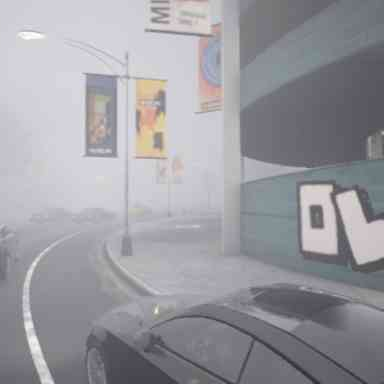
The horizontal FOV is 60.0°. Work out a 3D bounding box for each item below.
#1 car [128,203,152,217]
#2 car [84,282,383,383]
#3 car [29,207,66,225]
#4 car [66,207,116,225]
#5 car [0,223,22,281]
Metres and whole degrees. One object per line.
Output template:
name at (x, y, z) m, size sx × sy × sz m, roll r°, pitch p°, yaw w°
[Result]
car at (-6.233, 2.077, 40.002) m, size 1.801 × 1.575 × 5.366 m, roll 0°, pitch -1°, yaw 10°
car at (0.620, 1.571, 2.913) m, size 1.812 × 1.442 × 4.674 m, roll 1°, pitch -1°, yaw -38°
car at (-11.645, 2.002, 28.582) m, size 2.033 × 1.411 × 5.357 m, roll 0°, pitch -1°, yaw 9°
car at (-8.179, 1.990, 28.226) m, size 2.033 × 1.411 × 5.357 m, roll 0°, pitch -1°, yaw 8°
car at (-6.363, 1.656, 9.989) m, size 2.128 × 1.511 × 4.902 m, roll 0°, pitch -1°, yaw -23°
